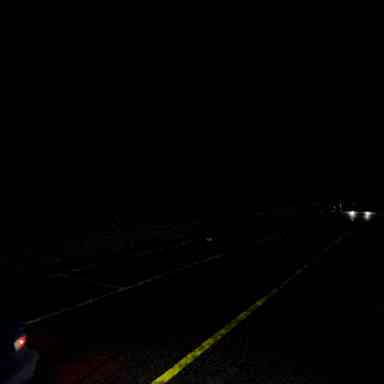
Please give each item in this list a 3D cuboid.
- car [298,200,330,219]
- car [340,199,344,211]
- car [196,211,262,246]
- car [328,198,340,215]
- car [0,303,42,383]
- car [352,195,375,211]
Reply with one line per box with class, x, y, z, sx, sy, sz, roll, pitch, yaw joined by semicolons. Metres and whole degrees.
car;10.644;1.582;29.458;1.802;1.307;4.206;0;0;32
car;16.497;1.441;38.830;1.967;1.590;4.097;0;0;32
car;1.865;1.566;15.398;1.947;1.339;4.313;0;0;32
car;13.571;1.566;34.144;1.947;1.339;4.313;0;0;32
car;-3.640;1.547;1.733;2.033;1.411;5.357;0;0;32
car;20.710;1.486;40.541;1.882;1.535;5.008;0;0;32
